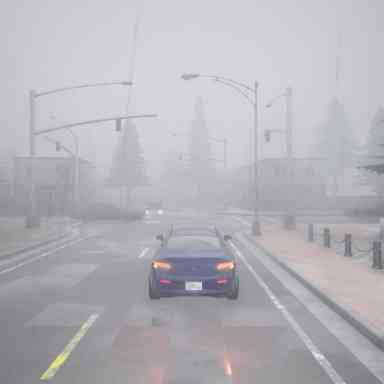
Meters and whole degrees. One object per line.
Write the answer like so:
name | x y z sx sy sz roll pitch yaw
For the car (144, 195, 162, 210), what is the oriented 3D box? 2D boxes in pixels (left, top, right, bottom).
car | -4.927 1.443 43.109 1.882 1.535 5.008 0 0 -6

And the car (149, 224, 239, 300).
car | 0.042 1.526 8.280 1.812 1.442 4.674 0 0 0

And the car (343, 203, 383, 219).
car | 15.450 1.585 28.152 4.718 1.301 1.895 0 0 2

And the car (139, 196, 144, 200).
car | -6.675 1.318 52.996 2.097 1.767 4.553 0 0 -15

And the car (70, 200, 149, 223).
car | -6.276 1.533 25.034 5.357 1.411 2.033 0 0 2

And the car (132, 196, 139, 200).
car | -10.066 1.470 62.803 1.837 1.490 4.892 0 0 -23
